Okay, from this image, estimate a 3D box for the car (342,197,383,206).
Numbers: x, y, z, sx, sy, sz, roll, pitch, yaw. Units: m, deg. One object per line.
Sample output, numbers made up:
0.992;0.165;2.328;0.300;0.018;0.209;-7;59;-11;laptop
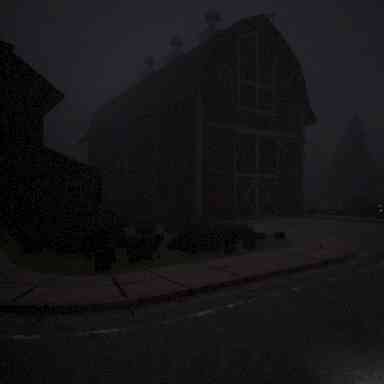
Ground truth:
18.240;1.363;35.109;2.097;1.767;4.553;0;0;-34;car
